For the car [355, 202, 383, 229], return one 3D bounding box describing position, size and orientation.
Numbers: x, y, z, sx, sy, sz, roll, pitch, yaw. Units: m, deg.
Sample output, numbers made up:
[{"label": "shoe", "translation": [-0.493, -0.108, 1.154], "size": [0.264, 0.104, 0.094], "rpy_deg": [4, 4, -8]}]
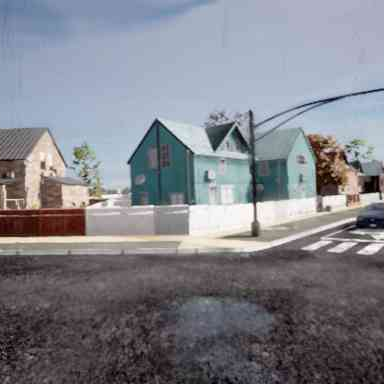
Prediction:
[{"label": "car", "translation": [11.085, 1.306, 19.369], "size": [2.033, 1.411, 5.357], "rpy_deg": [-3, -1, 39]}]
